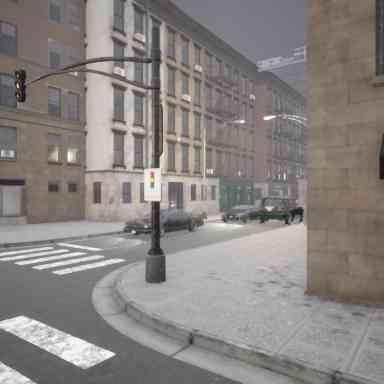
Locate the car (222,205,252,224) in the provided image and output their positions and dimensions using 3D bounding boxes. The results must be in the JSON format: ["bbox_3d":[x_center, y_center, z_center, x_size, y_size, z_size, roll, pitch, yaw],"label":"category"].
[{"bbox_3d":[4.069,1.696,26.499,1.994,1.385,4.181,0,0,36],"label":"car"}]

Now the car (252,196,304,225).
[{"bbox_3d":[7.006,1.357,25.543,2.150,2.045,5.566,0,0,35],"label":"car"}]

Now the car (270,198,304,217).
[{"bbox_3d":[9.985,1.538,34.785,2.097,1.767,4.553,0,0,35],"label":"car"}]

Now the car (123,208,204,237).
[{"bbox_3d":[-1.383,1.630,18.857,2.033,1.411,5.357,0,0,35],"label":"car"}]
